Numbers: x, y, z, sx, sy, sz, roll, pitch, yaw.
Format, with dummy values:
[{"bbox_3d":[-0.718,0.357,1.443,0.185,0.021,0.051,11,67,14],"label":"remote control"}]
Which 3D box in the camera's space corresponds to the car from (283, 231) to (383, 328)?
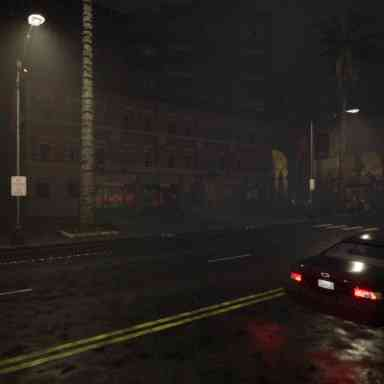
[{"bbox_3d":[4.212,1.547,6.863,5.357,1.411,2.033,0,0,-36],"label":"car"}]
